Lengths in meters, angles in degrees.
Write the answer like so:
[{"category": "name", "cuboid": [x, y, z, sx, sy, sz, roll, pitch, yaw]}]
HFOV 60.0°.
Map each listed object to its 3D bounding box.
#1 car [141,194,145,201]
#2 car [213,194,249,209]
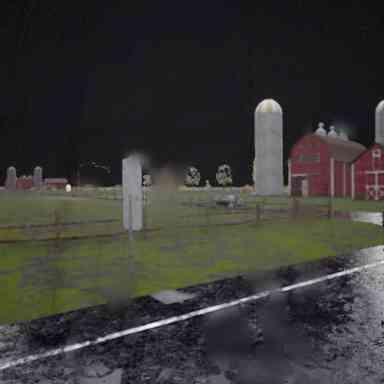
[{"category": "car", "cuboid": [-9.516, 0.822, 56.677, 1.812, 1.442, 4.674, -1, 1, -35]}, {"category": "car", "cuboid": [4.245, 1.028, 37.484, 1.837, 1.490, 4.892, -1, 1, -36]}]
